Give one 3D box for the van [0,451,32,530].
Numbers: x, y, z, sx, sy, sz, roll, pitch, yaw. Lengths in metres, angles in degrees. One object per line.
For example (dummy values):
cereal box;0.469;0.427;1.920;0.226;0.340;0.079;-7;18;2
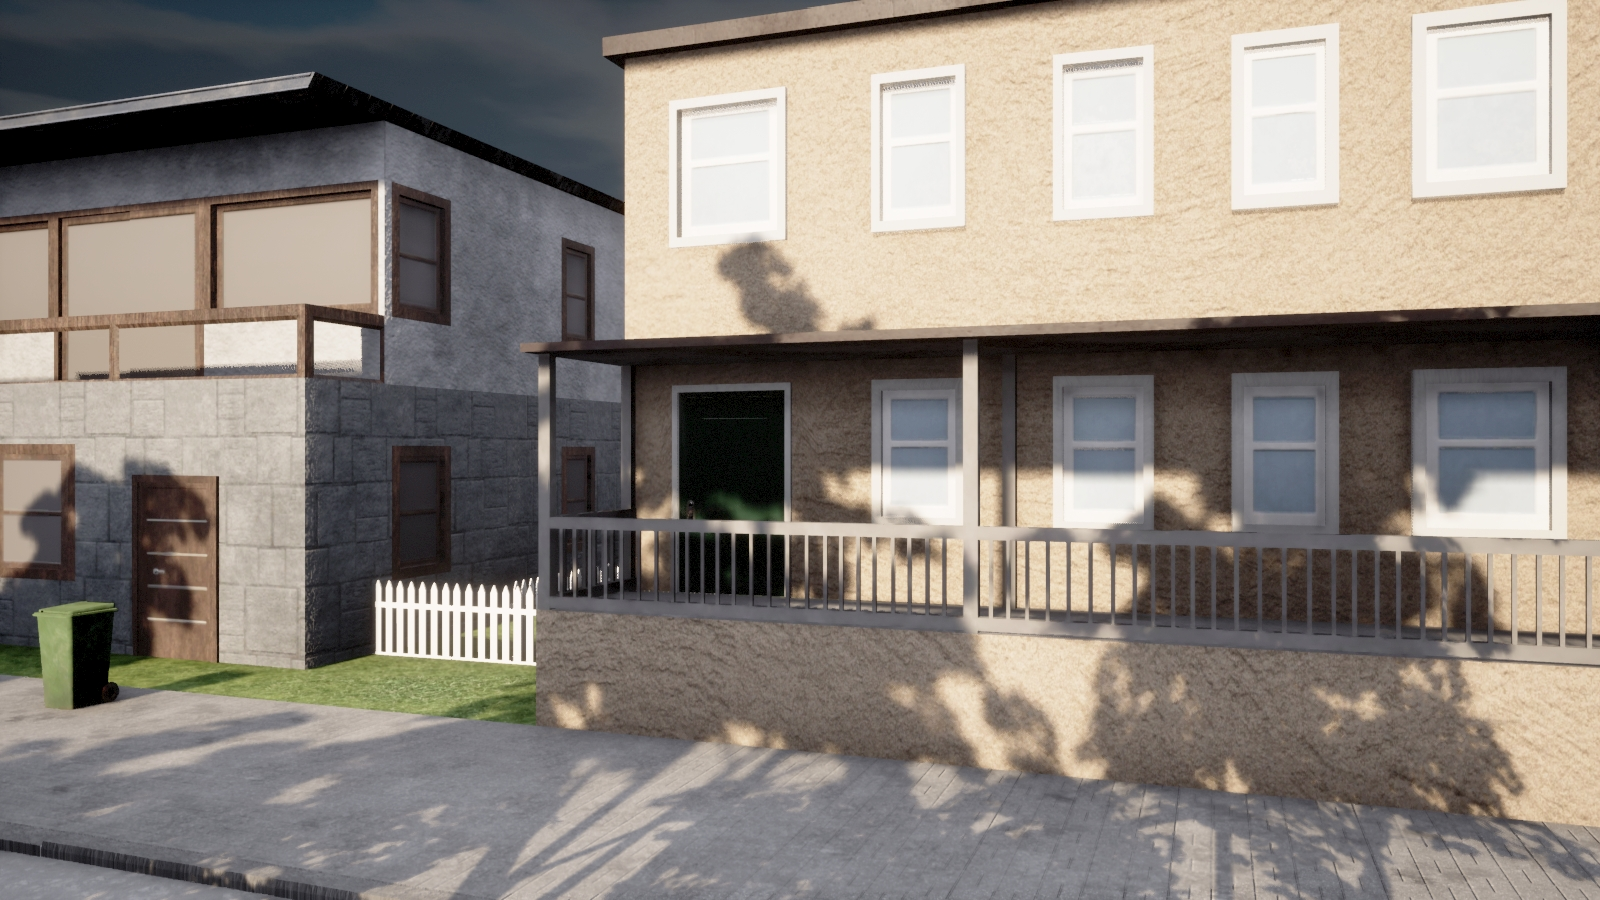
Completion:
van;-27.753;1.329;35.973;1.988;2.561;5.915;0;0;20
